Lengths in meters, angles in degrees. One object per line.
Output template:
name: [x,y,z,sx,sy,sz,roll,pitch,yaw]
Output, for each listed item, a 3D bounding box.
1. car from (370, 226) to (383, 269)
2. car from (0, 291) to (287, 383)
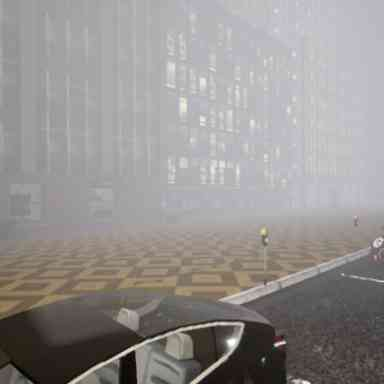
car: [6.887,1.408,9.949,4.097,1.590,1.967,0,0,-44]
car: [-0.998,1.569,2.213,4.313,1.339,1.947,0,0,-44]
